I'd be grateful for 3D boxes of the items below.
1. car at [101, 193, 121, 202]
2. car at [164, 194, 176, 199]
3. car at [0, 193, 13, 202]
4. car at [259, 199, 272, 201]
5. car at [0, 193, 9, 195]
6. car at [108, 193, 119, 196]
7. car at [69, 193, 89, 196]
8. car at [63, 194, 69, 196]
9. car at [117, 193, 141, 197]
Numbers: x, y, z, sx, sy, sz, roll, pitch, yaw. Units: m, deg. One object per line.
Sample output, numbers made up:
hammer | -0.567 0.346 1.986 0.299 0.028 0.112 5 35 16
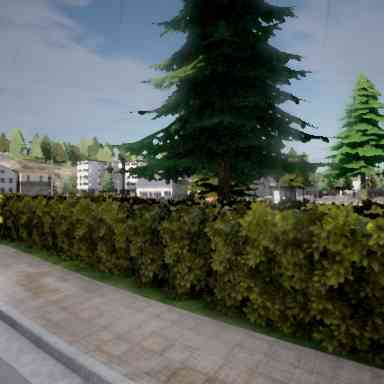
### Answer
car | -17.556 1.075 72.081 3.866 1.878 1.905 0 0 -45
car | -2.220 1.221 37.411 5.566 2.045 2.150 0 0 -45
car | -41.124 1.096 71.276 4.605 1.855 1.932 0 0 -45
car | 9.911 1.477 44.328 1.882 1.535 5.008 0 0 45
car | -23.116 1.330 40.896 5.027 1.636 2.152 0 0 -45
car | -15.227 1.096 70.296 4.605 1.855 1.932 0 0 -45
car | -26.518 1.152 81.212 5.027 1.636 2.152 0 0 -45
car | -31.245 1.230 85.565 3.806 1.475 1.970 0 0 -45
car | -9.691 1.383 53.866 3.806 1.475 1.970 0 0 -45
